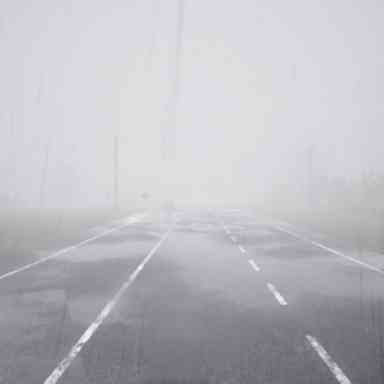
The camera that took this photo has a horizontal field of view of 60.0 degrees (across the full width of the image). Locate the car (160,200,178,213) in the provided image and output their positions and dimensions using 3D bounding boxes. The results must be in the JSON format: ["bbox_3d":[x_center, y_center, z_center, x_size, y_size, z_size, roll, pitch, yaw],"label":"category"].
[{"bbox_3d":[-2.748,1.698,40.097,1.837,1.490,4.892,0,0,1],"label":"car"}]
